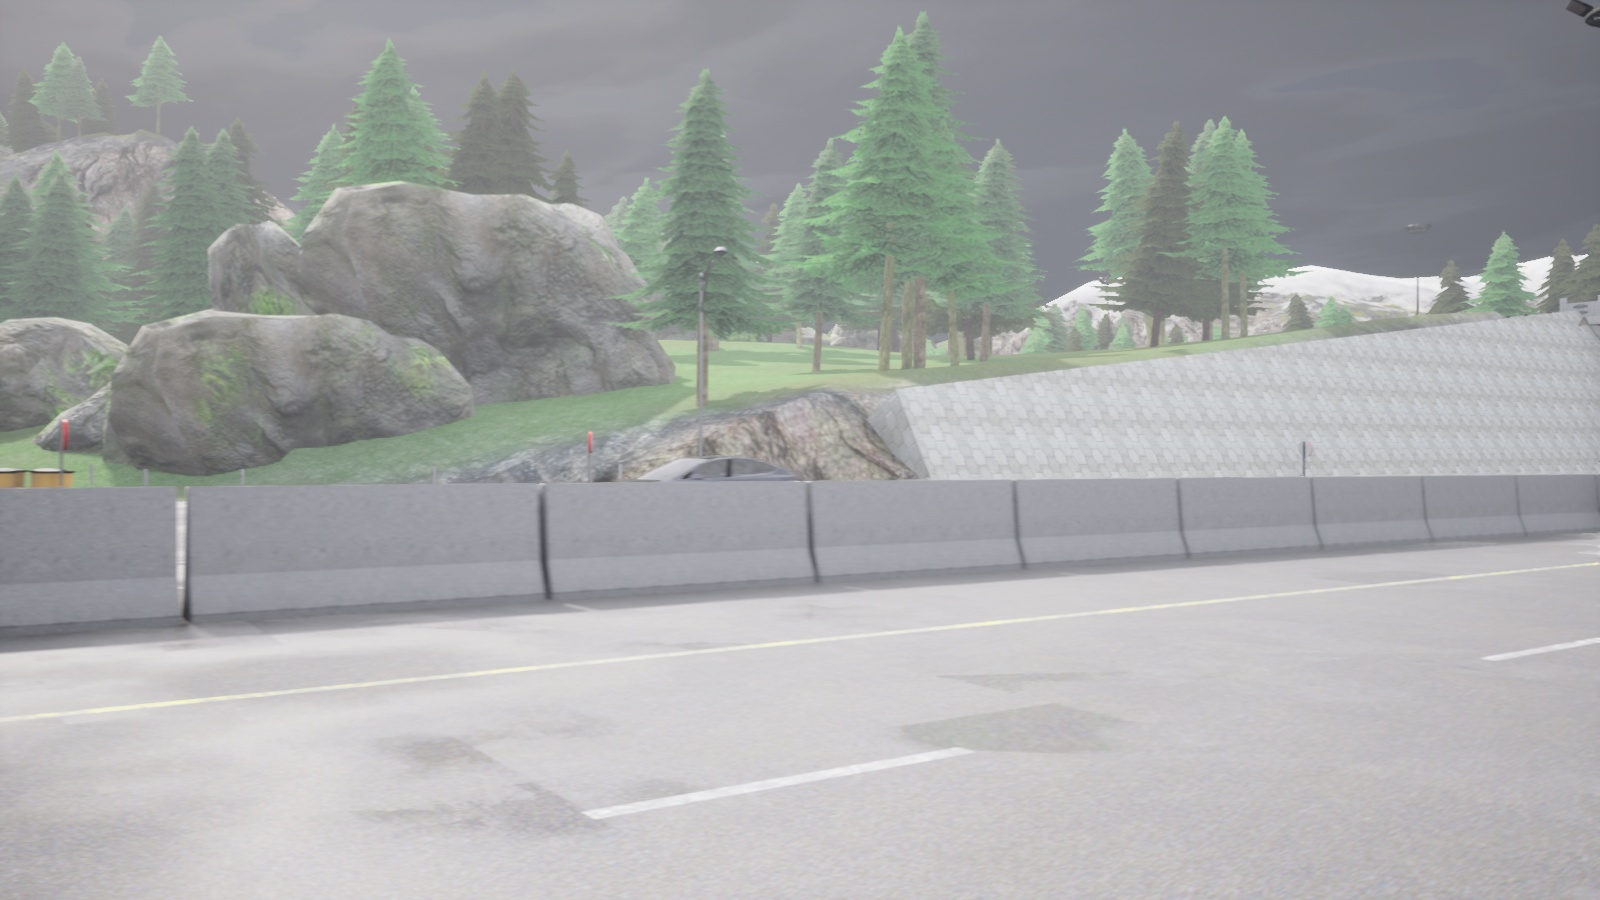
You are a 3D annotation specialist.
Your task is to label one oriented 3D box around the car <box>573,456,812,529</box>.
[{"bbox_3d":[-2.328,0.869,27.623,4.792,1.488,2.163,0,0,-35],"label":"car"}]
